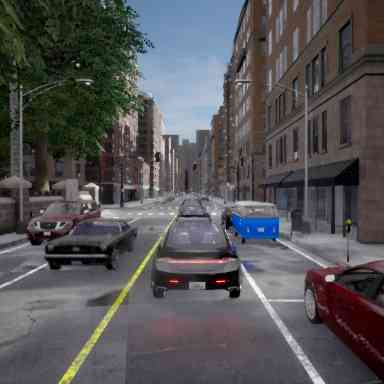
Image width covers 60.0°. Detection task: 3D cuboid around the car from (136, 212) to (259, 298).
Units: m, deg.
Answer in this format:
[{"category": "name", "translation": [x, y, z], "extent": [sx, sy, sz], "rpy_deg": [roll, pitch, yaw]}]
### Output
[{"category": "car", "translation": [0.097, 1.490, 8.476], "extent": [2.128, 1.511, 4.902], "rpy_deg": [0, 0, 0]}]

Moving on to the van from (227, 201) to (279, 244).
[{"category": "van", "translation": [2.849, 1.336, 15.575], "extent": [1.690, 1.788, 3.998], "rpy_deg": [0, 0, 0]}]

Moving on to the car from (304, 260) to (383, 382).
[{"category": "car", "translation": [2.853, 1.544, 4.254], "extent": [1.887, 1.381, 4.507], "rpy_deg": [0, 0, 0]}]

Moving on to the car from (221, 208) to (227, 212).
[{"category": "car", "translation": [2.848, 1.557, 21.236], "extent": [1.947, 1.339, 4.313], "rpy_deg": [0, 0, 0]}]

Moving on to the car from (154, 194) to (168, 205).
[{"category": "car", "translation": [-5.689, 1.480, 59.051], "extent": [1.752, 1.417, 4.829], "rpy_deg": [0, 0, 0]}]

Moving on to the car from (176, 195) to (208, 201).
[{"category": "car", "translation": [-0.010, 1.338, 27.592], "extent": [2.097, 1.767, 4.553], "rpy_deg": [0, 0, 0]}]

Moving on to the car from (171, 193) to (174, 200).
[{"category": "car", "translation": [-5.694, 1.491, 75.574], "extent": [1.887, 1.381, 4.507], "rpy_deg": [0, 0, 0]}]

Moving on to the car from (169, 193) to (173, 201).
[{"category": "car", "translation": [-5.693, 1.493, 70.123], "extent": [1.887, 1.381, 4.507], "rpy_deg": [0, 0, 0]}]

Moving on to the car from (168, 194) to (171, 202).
[{"category": "car", "translation": [-5.691, 1.502, 64.672], "extent": [2.008, 1.369, 4.403], "rpy_deg": [0, 0, 0]}]

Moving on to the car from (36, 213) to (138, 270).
[{"category": "car", "translation": [-3.097, 1.598, 11.133], "extent": [1.895, 1.301, 4.718], "rpy_deg": [0, 0, 0]}]

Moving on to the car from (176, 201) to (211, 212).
[{"category": "car", "translation": [0.092, 1.485, 18.415], "extent": [2.128, 1.511, 4.902], "rpy_deg": [0, 0, 0]}]

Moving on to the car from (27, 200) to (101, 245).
[{"category": "car", "translation": [-5.675, 1.310, 15.533], "extent": [2.192, 1.841, 5.009], "rpy_deg": [0, 0, 0]}]

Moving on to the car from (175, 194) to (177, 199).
[{"category": "car", "translation": [-5.698, 1.496, 86.475], "extent": [2.008, 1.369, 4.403], "rpy_deg": [0, 0, 0]}]

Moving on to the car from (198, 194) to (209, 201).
[{"category": "car", "translation": [2.830, 1.387, 75.612], "extent": [1.967, 1.590, 4.097], "rpy_deg": [0, 0, 0]}]
